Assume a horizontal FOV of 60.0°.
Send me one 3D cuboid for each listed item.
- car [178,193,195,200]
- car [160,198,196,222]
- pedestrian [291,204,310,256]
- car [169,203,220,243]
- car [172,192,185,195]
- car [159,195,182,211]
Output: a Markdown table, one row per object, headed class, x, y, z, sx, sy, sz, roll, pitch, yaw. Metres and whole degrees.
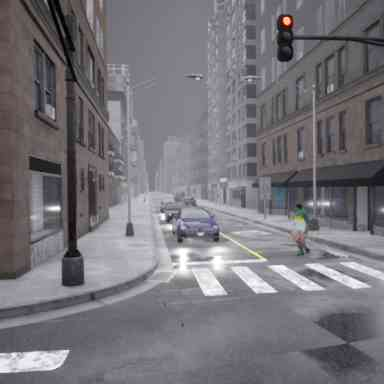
| class | x | y | z | sx | sy | sz | roll | pitch | yaw |
| --- | --- | --- | --- | --- | --- | --- | --- | --- | --- |
| car | -0.555 | 1.324 | 45.916 | 1.837 | 1.490 | 4.892 | -1 | 0 | -7 |
| car | -1.173 | 1.470 | 25.648 | 2.033 | 1.411 | 5.357 | -1 | 0 | -7 |
| pedestrian | 3.710 | 1.220 | 11.303 | 0.375 | 1.860 | 0.375 | -1 | 1 | -7 |
| car | 0.056 | 1.475 | 16.091 | 1.812 | 1.442 | 4.674 | -1 | 0 | -7 |
| car | -2.234 | 0.992 | 58.931 | 2.150 | 2.045 | 5.566 | -1 | 0 | -7 |
| car | -2.447 | 1.417 | 35.639 | 1.812 | 1.442 | 4.674 | -1 | 0 | -7 |
